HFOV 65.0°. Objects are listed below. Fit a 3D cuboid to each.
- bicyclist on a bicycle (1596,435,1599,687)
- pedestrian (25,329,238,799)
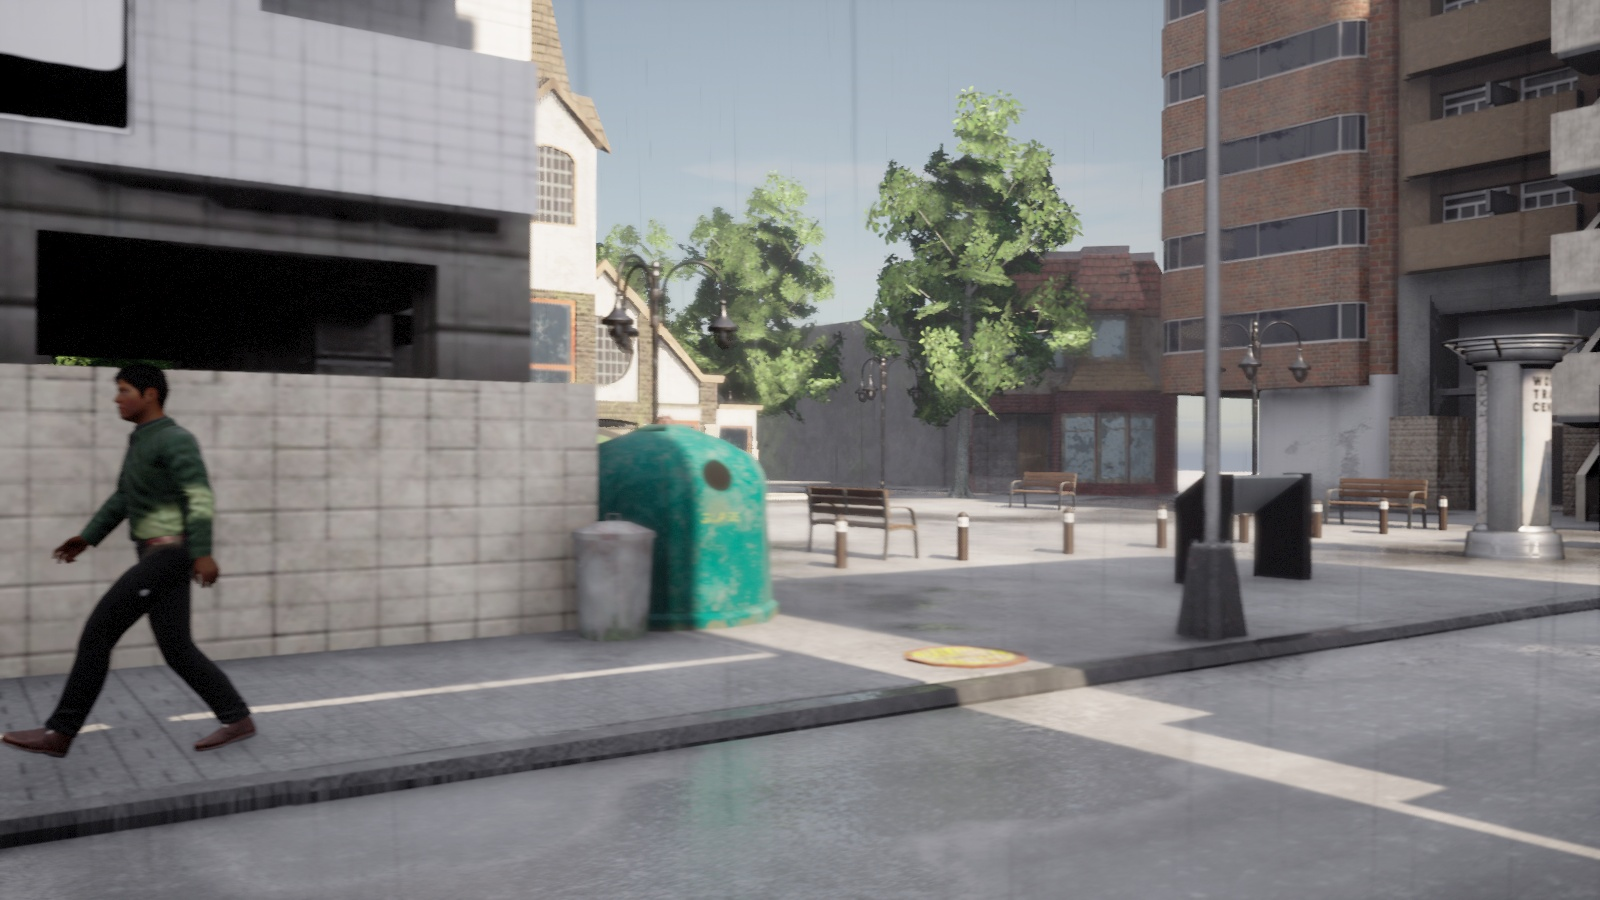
[{"bbox_3d":[5.992,0.709,8.293,1.656,1.620,0.582,0,0,-32],"label":"bicyclist on a bicycle"},{"bbox_3d":[-2.982,0.475,5.611,0.788,1.949,0.423,0,0,-36],"label":"pedestrian"}]
